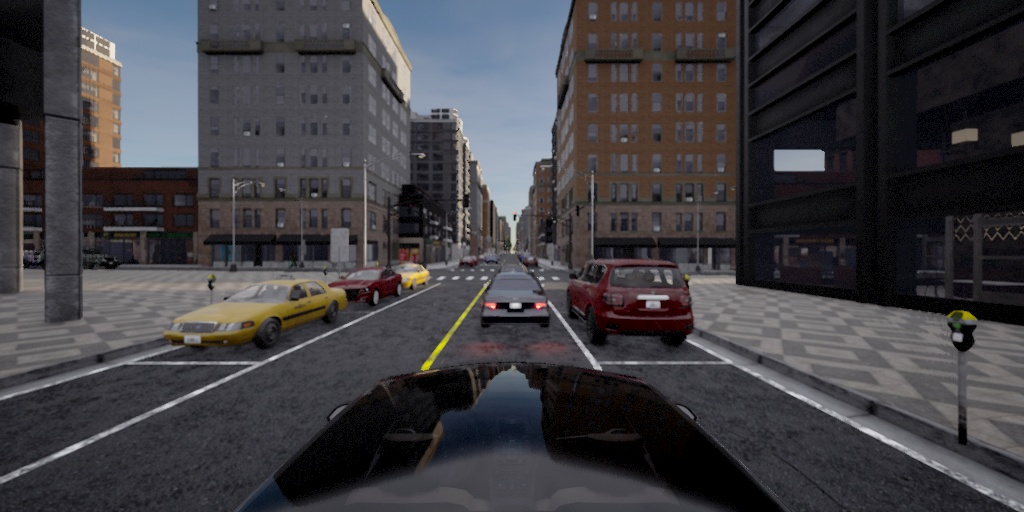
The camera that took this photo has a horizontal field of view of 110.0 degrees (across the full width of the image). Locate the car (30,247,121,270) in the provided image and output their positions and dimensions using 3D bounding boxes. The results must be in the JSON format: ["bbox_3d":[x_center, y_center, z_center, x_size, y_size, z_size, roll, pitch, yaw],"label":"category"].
[{"bbox_3d":[-38.130,0.246,31.647,5.566,2.045,2.150,1,0,0],"label":"car"}]

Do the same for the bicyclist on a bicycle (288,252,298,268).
[{"bbox_3d":[-23.090,0.443,37.824,0.582,1.620,1.656,0,0,0],"label":"bicyclist on a bicycle"}]

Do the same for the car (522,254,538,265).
[{"bbox_3d":[2.571,0.749,47.441,1.802,1.307,4.207,0,0,0],"label":"car"}]

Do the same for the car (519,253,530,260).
[{"bbox_3d":[2.547,0.605,58.787,1.802,1.307,4.207,0,0,0],"label":"car"}]

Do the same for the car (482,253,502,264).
[{"bbox_3d":[-3.188,0.592,57.179,2.033,1.411,5.357,0,1,0],"label":"car"}]

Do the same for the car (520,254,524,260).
[{"bbox_3d":[2.559,0.677,53.114,1.802,1.307,4.207,0,0,0],"label":"car"}]

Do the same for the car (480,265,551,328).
[{"bbox_3d":[0.071,1.180,10.900,2.033,1.411,5.357,0,1,0],"label":"car"}]

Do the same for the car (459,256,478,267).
[{"bbox_3d":[-5.955,0.713,47.432,1.888,1.381,4.507,0,0,0],"label":"car"}]

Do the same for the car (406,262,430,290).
[{"bbox_3d":[-5.897,1.037,20.245,1.751,1.417,4.829,0,0,0],"label":"car"}]

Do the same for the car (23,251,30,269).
[{"bbox_3d":[-47.597,0.281,34.820,4.553,1.767,2.097,1,0,1],"label":"car"}]

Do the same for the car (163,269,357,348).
[{"bbox_3d":[-5.873,1.181,8.997,1.751,1.417,4.829,0,0,0],"label":"car"}]

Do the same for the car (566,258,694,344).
[{"bbox_3d":[2.653,0.969,9.176,2.192,1.841,5.009,0,0,0],"label":"car"}]

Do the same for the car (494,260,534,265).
[{"bbox_3d":[0.029,1.109,20.627,1.895,1.301,4.718,0,1,0],"label":"car"}]

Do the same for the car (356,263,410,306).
[{"bbox_3d":[-5.885,1.129,14.791,1.888,1.381,4.507,0,0,0],"label":"car"}]

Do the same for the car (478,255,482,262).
[{"bbox_3d":[-5.967,0.641,53.105,1.888,1.381,4.507,0,0,0],"label":"car"}]

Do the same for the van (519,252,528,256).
[{"bbox_3d":[2.535,0.293,64.460,1.690,1.789,3.998,0,0,0],"label":"van"}]
